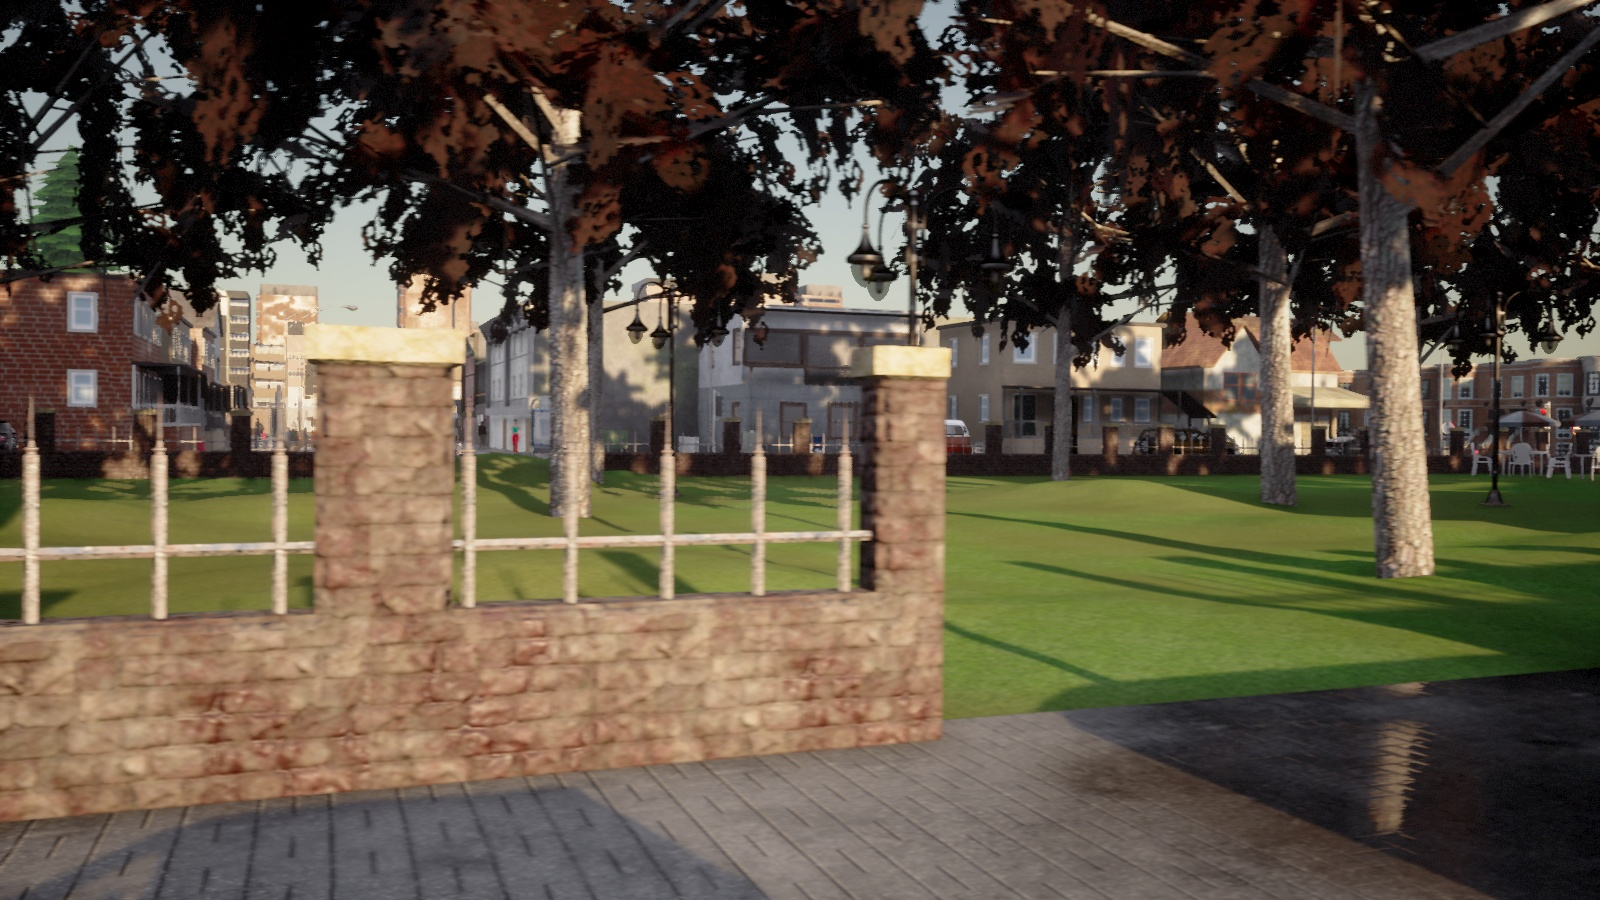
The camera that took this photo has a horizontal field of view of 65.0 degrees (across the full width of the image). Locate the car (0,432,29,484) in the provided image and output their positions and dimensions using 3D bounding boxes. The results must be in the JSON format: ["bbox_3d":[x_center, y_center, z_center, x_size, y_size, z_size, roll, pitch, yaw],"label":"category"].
[{"bbox_3d":[-28.191,0.279,41.046,4.611,1.667,2.242,-1,1,-16],"label":"car"}]

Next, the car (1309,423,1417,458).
[{"bbox_3d":[25.892,-0.474,57.712,4.514,1.525,2.007,-1,1,-23],"label":"car"}]

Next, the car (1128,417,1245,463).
[{"bbox_3d":[16.687,-0.449,54.289,4.605,1.855,1.932,-1,1,-21],"label":"car"}]

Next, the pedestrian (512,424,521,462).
[{"bbox_3d":[-13.981,-0.348,61.861,0.345,1.836,0.594,-1,1,-6],"label":"pedestrian"}]

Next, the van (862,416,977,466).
[{"bbox_3d":[5.164,-0.416,54.184,4.480,2.038,2.069,-1,1,-21],"label":"van"}]

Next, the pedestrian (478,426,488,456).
[{"bbox_3d":[-20.030,-0.567,79.309,0.431,1.840,0.703,-1,1,-31],"label":"pedestrian"}]
